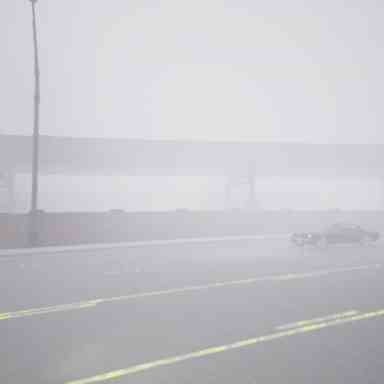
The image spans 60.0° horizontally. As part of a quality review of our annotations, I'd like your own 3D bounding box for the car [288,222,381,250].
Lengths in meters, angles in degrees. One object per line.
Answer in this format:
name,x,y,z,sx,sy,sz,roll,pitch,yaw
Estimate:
car,7.587,2.298,17.843,4.718,1.301,1.895,0,-3,-19
